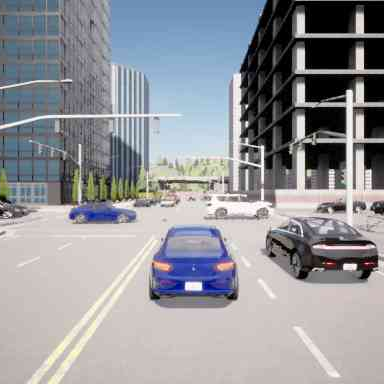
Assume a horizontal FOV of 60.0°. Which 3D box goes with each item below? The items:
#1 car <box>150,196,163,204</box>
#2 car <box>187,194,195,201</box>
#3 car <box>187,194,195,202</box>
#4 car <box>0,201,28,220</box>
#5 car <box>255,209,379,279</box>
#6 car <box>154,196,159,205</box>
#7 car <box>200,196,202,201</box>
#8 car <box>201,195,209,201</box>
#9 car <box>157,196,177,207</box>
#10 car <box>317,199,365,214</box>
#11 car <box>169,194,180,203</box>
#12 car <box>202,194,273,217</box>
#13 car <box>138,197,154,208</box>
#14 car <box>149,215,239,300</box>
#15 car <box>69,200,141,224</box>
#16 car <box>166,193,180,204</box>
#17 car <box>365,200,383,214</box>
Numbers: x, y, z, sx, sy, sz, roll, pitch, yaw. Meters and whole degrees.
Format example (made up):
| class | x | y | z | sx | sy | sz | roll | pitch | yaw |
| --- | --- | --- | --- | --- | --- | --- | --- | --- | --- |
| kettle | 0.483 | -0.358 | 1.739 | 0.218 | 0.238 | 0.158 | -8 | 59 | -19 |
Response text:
| class | x | y | z | sx | sy | sz | roll | pitch | yaw |
| --- | --- | --- | --- | --- | --- | --- | --- | --- | --- |
| car | -7.150 | 1.547 | 67.572 | 2.033 | 1.411 | 5.357 | 0 | 0 | 0 |
| car | -0.169 | 1.339 | 86.913 | 2.097 | 1.767 | 4.553 | 0 | 0 | 0 |
| car | -0.152 | 1.593 | 78.210 | 1.895 | 1.301 | 4.718 | 0 | 0 | 0 |
| car | -15.995 | 1.436 | 27.038 | 4.902 | 1.511 | 2.128 | 0 | 0 | -3 |
| car | 3.560 | 1.492 | 9.996 | 2.128 | 1.511 | 4.902 | 0 | 0 | -1 |
| car | -7.197 | 1.601 | 56.943 | 1.895 | 1.301 | 4.718 | 0 | 0 | 0 |
| car | 3.349 | 1.522 | 77.874 | 1.812 | 1.442 | 4.674 | 0 | 0 | 0 |
| car | 3.331 | 1.483 | 86.949 | 1.837 | 1.490 | 4.892 | 0 | 0 | 0 |
| car | -3.694 | 1.601 | 50.311 | 1.895 | 1.301 | 4.718 | 0 | 0 | 0 |
| car | 15.516 | 1.436 | 34.589 | 4.902 | 1.511 | 2.128 | 0 | 0 | 0 |
| car | -3.636 | 1.355 | 70.075 | 2.097 | 1.767 | 4.553 | 0 | 0 | 0 |
| car | 3.831 | 1.189 | 27.257 | 5.566 | 2.045 | 2.150 | 0 | 0 | -1 |
| car | -7.189 | 1.564 | 48.183 | 1.994 | 1.385 | 4.181 | 0 | 0 | 0 |
| car | 0.044 | 1.526 | 8.273 | 1.812 | 1.442 | 4.674 | 0 | 0 | 0 |
| car | -6.290 | 1.499 | 23.581 | 4.674 | 1.442 | 1.812 | 0 | 0 | -1 |
| car | -3.692 | 1.221 | 60.085 | 2.150 | 2.045 | 5.566 | 0 | 0 | 0 |
| car | 19.762 | 1.166 | 31.100 | 5.566 | 2.045 | 2.150 | 0 | 0 | 0 |
